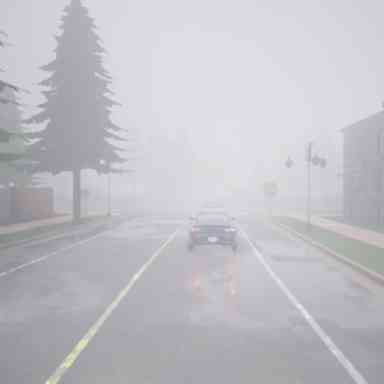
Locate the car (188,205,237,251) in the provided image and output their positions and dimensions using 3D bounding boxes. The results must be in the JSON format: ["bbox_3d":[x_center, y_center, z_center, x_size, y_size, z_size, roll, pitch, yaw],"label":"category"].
[{"bbox_3d":[0.824,1.467,13.721,1.812,1.442,4.674,0,0,3],"label":"car"}]

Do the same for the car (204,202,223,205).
[{"bbox_3d":[1.751,1.487,26.649,1.895,1.301,4.718,0,0,5],"label":"car"}]
